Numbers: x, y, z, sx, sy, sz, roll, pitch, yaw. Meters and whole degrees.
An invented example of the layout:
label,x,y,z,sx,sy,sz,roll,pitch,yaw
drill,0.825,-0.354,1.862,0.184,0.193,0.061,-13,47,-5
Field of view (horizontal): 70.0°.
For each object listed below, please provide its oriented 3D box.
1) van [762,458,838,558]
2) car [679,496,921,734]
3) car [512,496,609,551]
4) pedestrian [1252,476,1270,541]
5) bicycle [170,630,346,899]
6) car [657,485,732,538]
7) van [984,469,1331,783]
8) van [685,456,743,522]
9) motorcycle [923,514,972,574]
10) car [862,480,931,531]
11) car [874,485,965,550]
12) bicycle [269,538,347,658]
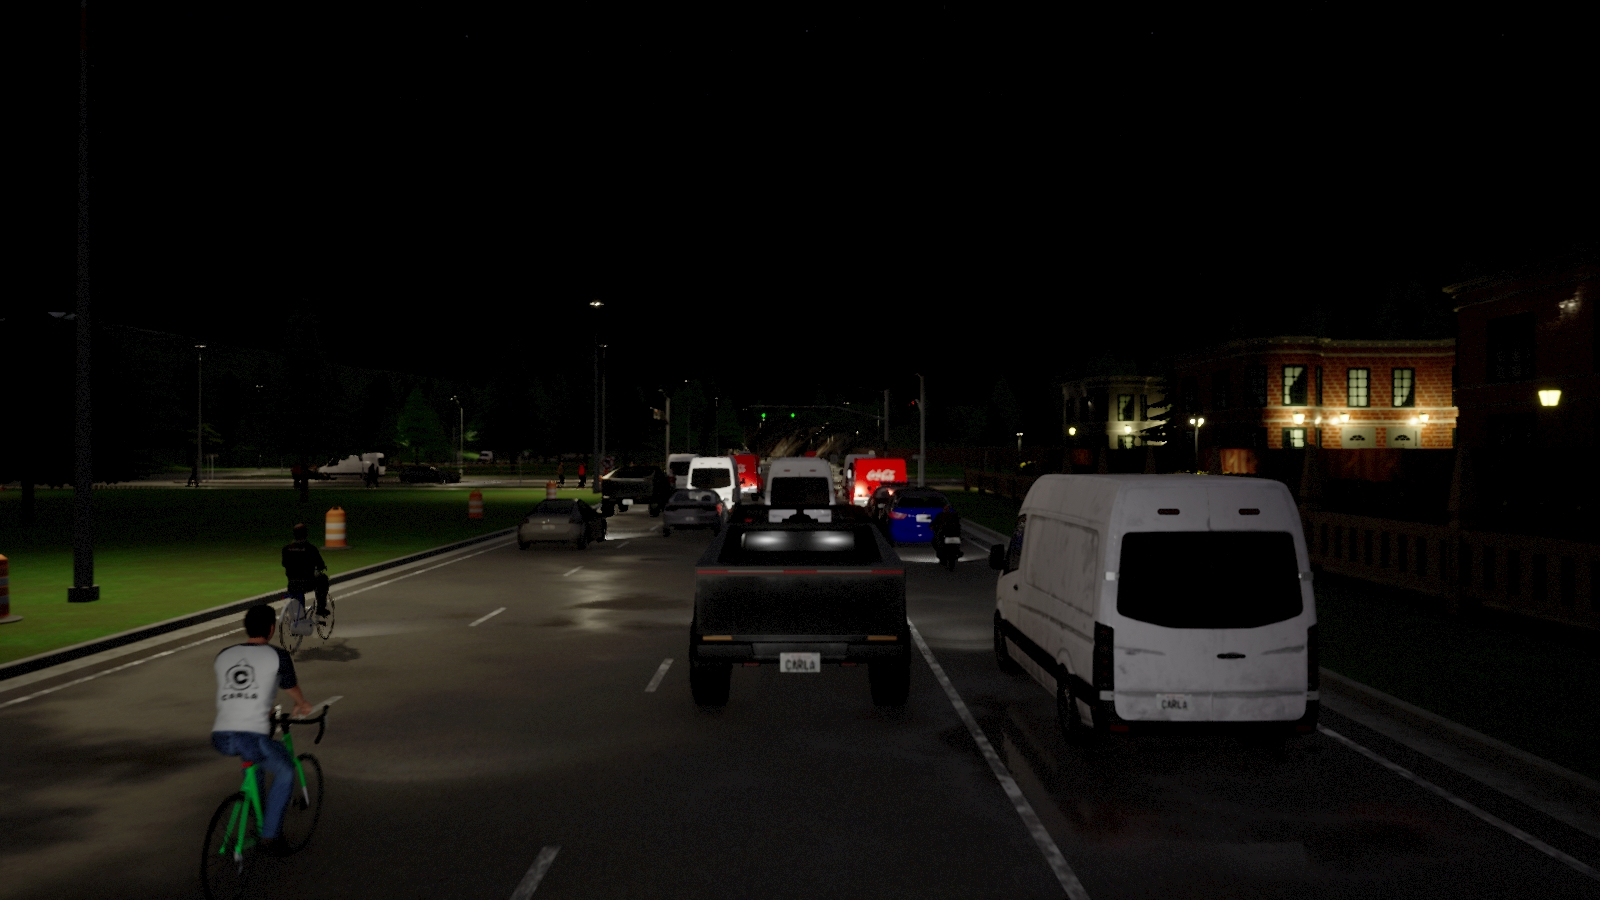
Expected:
label,x,y,z,sx,sy,sz,roll,pitch,yaw
van,-0.003,1.539,32.774,1.988,2.561,5.915,0,0,0
car,0.001,1.755,14.436,2.390,2.098,6.274,0,0,0
car,-6.999,2.122,33.842,1.994,1.385,4.181,0,0,0
pedestrian,13.385,1.700,33.176,0.375,1.860,0.375,0,0,0
bicycle,-3.499,2.057,7.508,0.373,1.496,1.643,0,0,0
car,-3.493,2.038,38.723,2.097,1.535,5.006,0,0,0
van,3.496,1.535,12.617,1.988,2.561,5.915,0,0,0
van,-3.504,1.539,47.632,1.988,2.561,5.915,0,0,0
motorcycle,3.501,2.208,27.290,0.867,1.251,2.209,0,0,0
car,3.501,1.987,42.279,2.097,1.638,5.238,0,0,0
car,3.500,1.972,34.388,2.242,1.667,4.611,0,0,0
bicycle,-7.003,2.062,16.320,0.329,1.471,1.835,0,0,0
